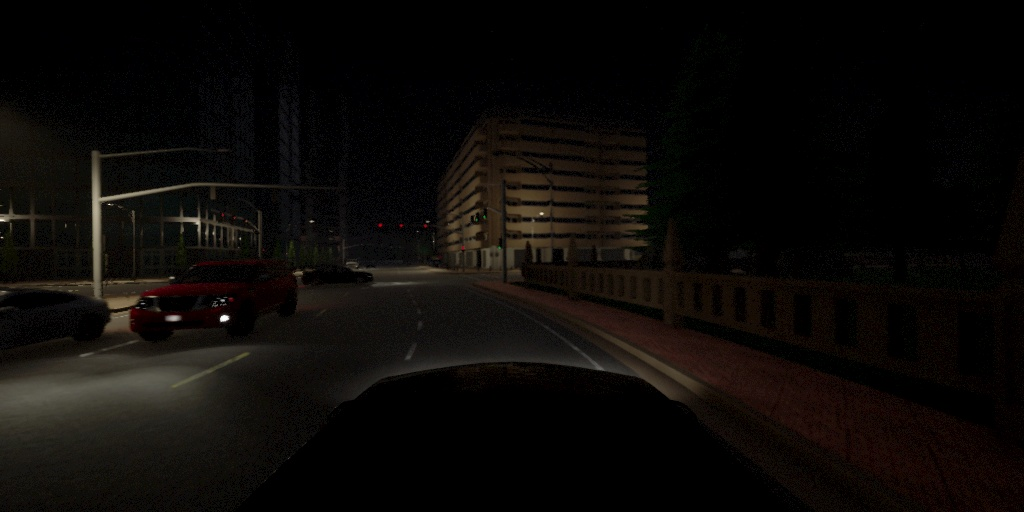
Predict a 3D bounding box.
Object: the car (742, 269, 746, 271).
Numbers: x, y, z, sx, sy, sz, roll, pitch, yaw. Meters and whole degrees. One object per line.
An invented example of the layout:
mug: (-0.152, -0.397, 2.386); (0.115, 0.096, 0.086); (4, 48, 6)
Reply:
car: (29.407, 1.028, 42.669); (4.674, 1.442, 1.812); (-1, 0, -19)

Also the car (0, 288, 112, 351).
car: (-11.380, 1.459, 7.761); (1.812, 1.442, 4.674); (-1, 0, -12)

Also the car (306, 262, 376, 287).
car: (-13.562, 1.531, 28.118); (5.008, 1.535, 1.882); (-1, 0, -19)

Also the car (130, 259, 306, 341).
car: (-8.512, 1.125, 11.015); (2.150, 2.045, 5.566); (-1, -1, -14)
